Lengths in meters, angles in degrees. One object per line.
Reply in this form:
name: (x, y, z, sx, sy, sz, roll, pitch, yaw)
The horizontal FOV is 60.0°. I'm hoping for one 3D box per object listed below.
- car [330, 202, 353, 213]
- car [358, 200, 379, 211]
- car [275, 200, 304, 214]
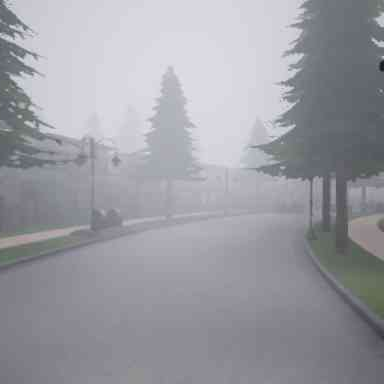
car: (18.238, 1.942, 41.605, 4.718, 1.301, 1.895, 1, 0, -41)
car: (26.175, 1.916, 48.107, 5.008, 1.535, 1.882, 1, 0, -32)
car: (11.612, 1.752, 39.518, 1.882, 1.535, 5.008, 0, -1, 40)
